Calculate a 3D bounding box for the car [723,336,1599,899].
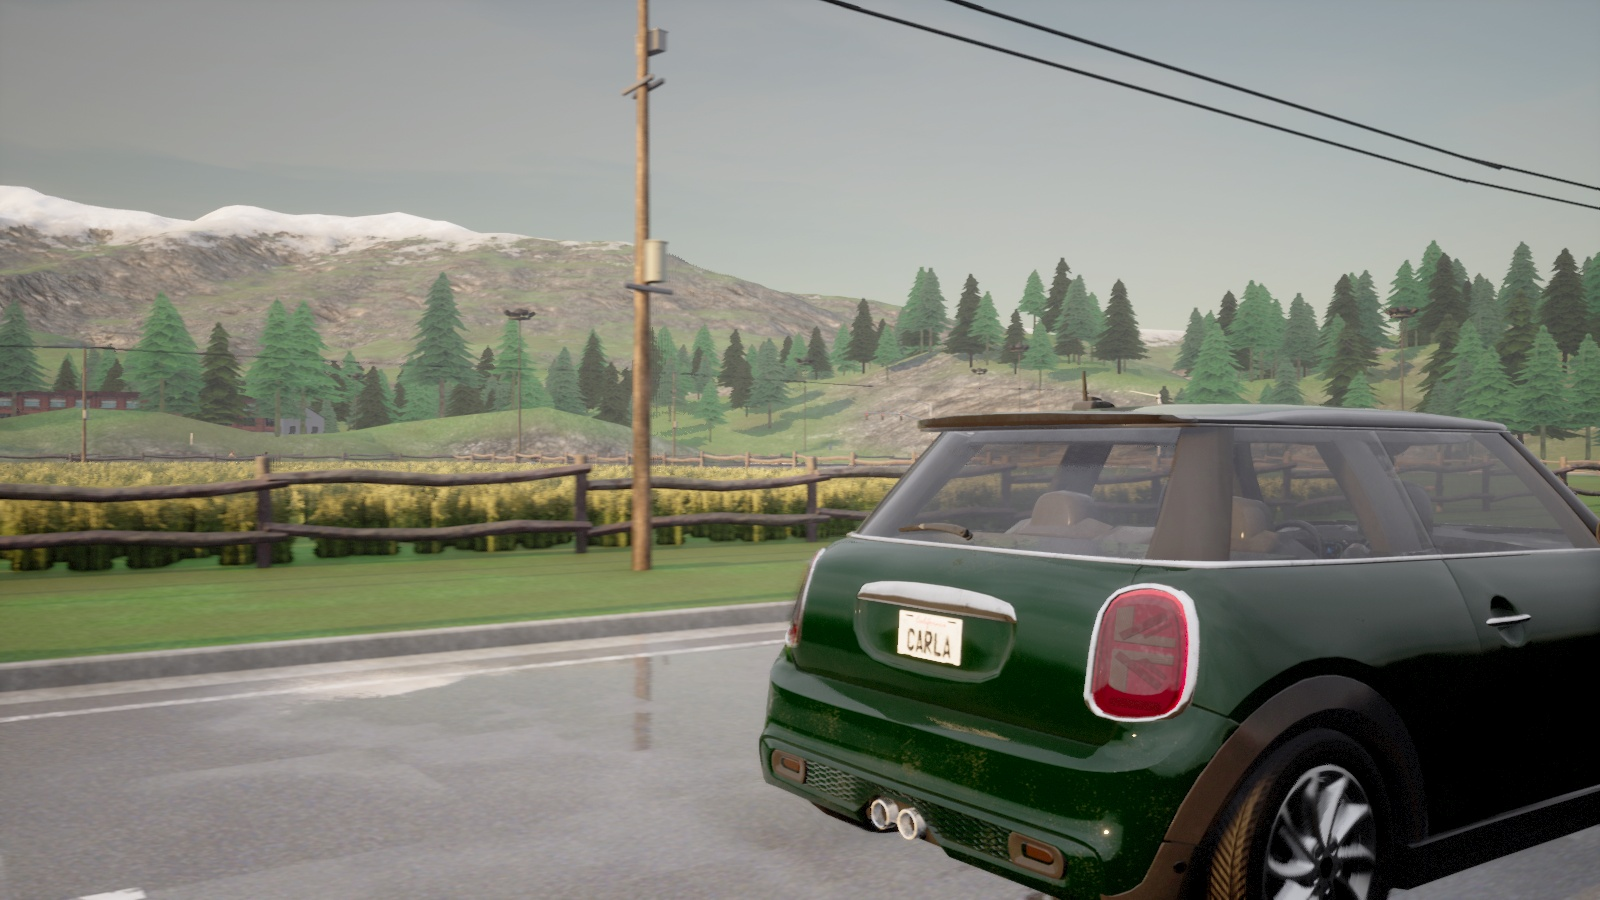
[{"bbox_3d":[2.179,0.611,5.176,4.553,1.767,2.097,0,0,-35],"label":"car"}]
